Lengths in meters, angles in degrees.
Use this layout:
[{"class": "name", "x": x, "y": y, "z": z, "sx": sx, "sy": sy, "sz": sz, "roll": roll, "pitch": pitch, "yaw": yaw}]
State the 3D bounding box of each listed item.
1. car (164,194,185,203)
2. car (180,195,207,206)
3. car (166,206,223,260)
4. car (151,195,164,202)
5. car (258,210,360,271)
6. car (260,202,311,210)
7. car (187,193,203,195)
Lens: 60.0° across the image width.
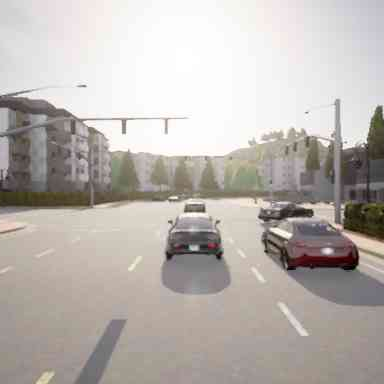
[{"class": "car", "x": -3.250, "y": 1.220, "z": 62.430, "sx": 2.033, "sy": 1.411, "sz": 5.357, "roll": 0, "pitch": 0, "yaw": 6}, {"class": "car", "x": 0.305, "y": 1.333, "z": 30.085, "sx": 2.128, "sy": 1.511, "sz": 4.902, "roll": 0, "pitch": 0, "yaw": 2}, {"class": "car", "x": 0.076, "y": 1.461, "z": 12.097, "sx": 1.812, "sy": 1.442, "sz": 4.674, "roll": 0, "pitch": 0, "yaw": 0}, {"class": "car", "x": -6.553, "y": 1.265, "z": 64.065, "sx": 1.895, "sy": 1.301, "sz": 4.718, "roll": 0, "pitch": 0, "yaw": 8}, {"class": "car", "x": 3.568, "y": 1.507, "z": 10.728, "sx": 1.994, "sy": 1.385, "sz": 4.181, "roll": 0, "pitch": 0, "yaw": 0}, {"class": "car", "x": 6.830, "y": 1.422, "z": 23.909, "sx": 2.033, "sy": 1.411, "sz": 5.357, "roll": 0, "pitch": 0, "yaw": 43}, {"class": "car", "x": 1.326, "y": 1.094, "z": 77.557, "sx": 1.837, "sy": 1.490, "sz": 4.892, "roll": 0, "pitch": 0, "yaw": 25}]
